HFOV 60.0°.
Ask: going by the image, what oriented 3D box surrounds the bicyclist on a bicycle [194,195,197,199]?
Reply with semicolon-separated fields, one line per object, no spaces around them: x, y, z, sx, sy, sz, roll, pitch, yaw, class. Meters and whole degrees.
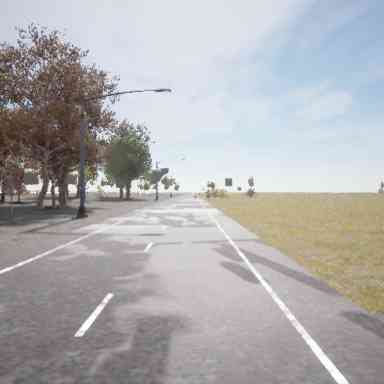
0.989;1.517;95.474;0.866;1.612;1.509;2;1;0;bicyclist on a bicycle
